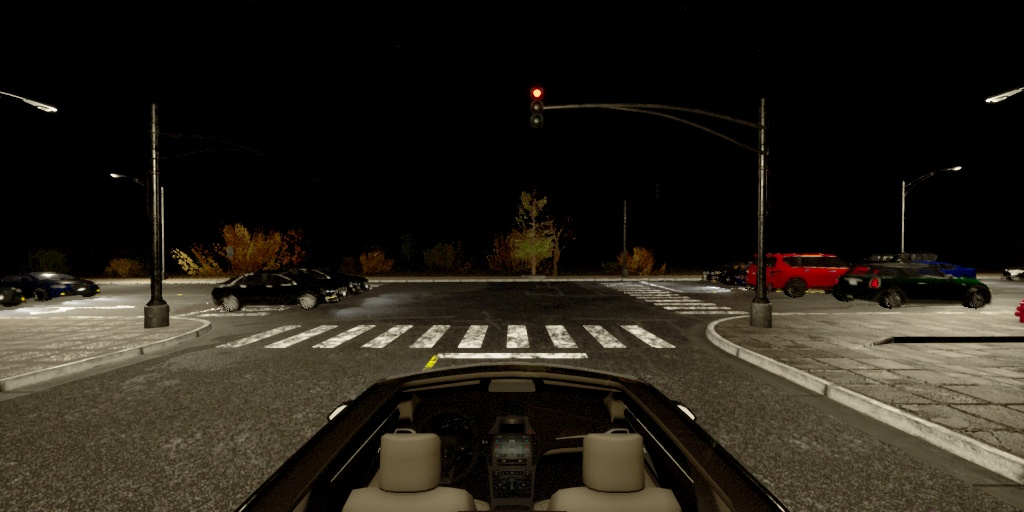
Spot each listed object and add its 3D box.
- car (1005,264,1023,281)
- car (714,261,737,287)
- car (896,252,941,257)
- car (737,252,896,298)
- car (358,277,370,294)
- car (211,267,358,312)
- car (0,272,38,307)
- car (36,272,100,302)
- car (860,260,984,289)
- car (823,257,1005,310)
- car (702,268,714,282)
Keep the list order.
[{"bbox_3d":[35.892,0.946,23.819,4.902,1.511,2.128,0,1,1],"label":"car"},{"bbox_3d":[14.502,1.187,20.761,4.181,1.385,1.994,0,1,0],"label":"car"},{"bbox_3d":[25.411,0.737,23.916,5.566,2.045,2.150,0,1,1],"label":"car"},{"bbox_3d":[14.450,0.888,17.308,5.566,2.045,2.150,0,1,0],"label":"car"},{"bbox_3d":[-9.517,1.294,17.518,4.892,1.490,1.837,-1,0,0],"label":"car"},{"bbox_3d":[-9.098,1.321,14.253,4.892,1.490,1.837,-2,1,1],"label":"car"},{"bbox_3d":[-22.517,1.511,14.370,4.181,1.385,1.994,0,1,0],"label":"car"},{"bbox_3d":[-23.142,1.474,17.626,4.181,1.385,1.994,0,1,0],"label":"car"},{"bbox_3d":[23.480,1.046,20.684,5.008,1.535,1.882,0,1,0],"label":"car"},{"bbox_3d":[15.501,1.053,14.051,4.553,1.767,2.097,0,1,0],"label":"car"},{"bbox_3d":[15.385,1.068,24.004,4.902,1.511,2.128,0,1,0],"label":"car"}]
